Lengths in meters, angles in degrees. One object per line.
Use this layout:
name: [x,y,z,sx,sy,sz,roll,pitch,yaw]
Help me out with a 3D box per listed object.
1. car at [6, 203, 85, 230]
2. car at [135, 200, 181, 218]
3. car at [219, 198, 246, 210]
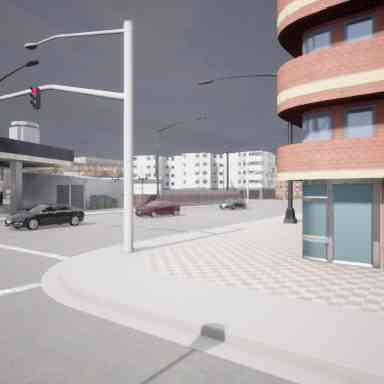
car: [-9.211,1.505,21.241,1.837,1.490,4.892,0,0,34]
car: [-3.048,1.477,30.236,1.882,1.535,5.008,0,0,35]
car: [5.227,1.492,42.215,2.128,1.511,4.902,0,0,35]
